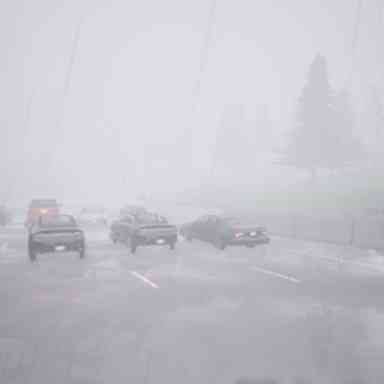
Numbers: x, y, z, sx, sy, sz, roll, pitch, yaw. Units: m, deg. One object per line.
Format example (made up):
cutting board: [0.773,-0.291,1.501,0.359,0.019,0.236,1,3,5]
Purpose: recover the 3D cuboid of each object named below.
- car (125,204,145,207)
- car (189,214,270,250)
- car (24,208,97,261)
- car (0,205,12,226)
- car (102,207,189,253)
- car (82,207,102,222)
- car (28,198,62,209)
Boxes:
car: [-5.006,1.806,28.714,1.837,1.490,4.892,0,0,-22]
car: [1.265,1.716,15.341,2.033,1.411,5.357,0,-1,-27]
car: [-5.350,1.623,12.948,2.128,1.511,4.902,0,-1,-26]
car: [-14.914,1.720,25.225,1.882,1.535,5.008,0,0,-22]
car: [-2.254,1.646,14.581,2.128,1.511,4.902,0,-1,-26]
car: [-8.127,1.877,27.084,1.895,1.301,4.718,0,-1,-22]
car: [-11.088,1.473,25.071,2.150,2.045,5.566,0,0,-23]
